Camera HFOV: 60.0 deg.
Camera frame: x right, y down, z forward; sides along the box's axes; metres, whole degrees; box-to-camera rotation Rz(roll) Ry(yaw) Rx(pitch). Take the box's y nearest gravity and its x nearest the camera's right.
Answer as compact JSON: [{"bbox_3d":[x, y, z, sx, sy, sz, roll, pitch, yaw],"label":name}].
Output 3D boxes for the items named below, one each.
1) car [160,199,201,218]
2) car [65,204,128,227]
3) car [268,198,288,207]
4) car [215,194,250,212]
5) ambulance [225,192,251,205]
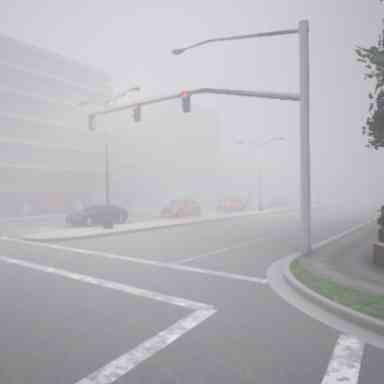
[{"bbox_3d":[-1.106,1.503,32.554,2.097,1.767,4.553,-1,0,36],"label":"car"},{"bbox_3d":[-6.924,1.666,24.611,1.837,1.490,4.892,-1,0,36],"label":"car"},{"bbox_3d":[13.766,1.649,52.720,1.812,1.442,4.674,-1,-1,37],"label":"car"},{"bbox_3d":[4.712,1.493,40.484,2.097,1.767,4.553,-1,0,36],"label":"car"},{"bbox_3d":[6.328,1.191,48.464,2.351,2.431,6.366,-1,0,36],"label":"ambulance"}]
